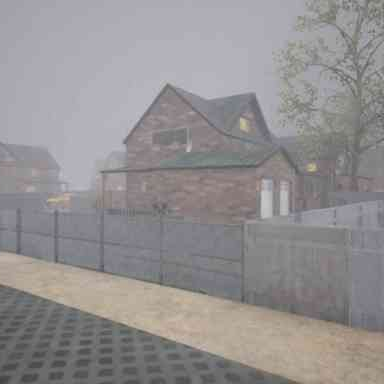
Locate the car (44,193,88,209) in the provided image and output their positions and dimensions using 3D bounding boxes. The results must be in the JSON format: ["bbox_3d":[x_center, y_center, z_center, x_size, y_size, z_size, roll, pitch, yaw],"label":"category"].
[{"bbox_3d":[-13.236,0.908,35.629,1.882,1.535,5.008,1,2,35],"label":"car"}]
